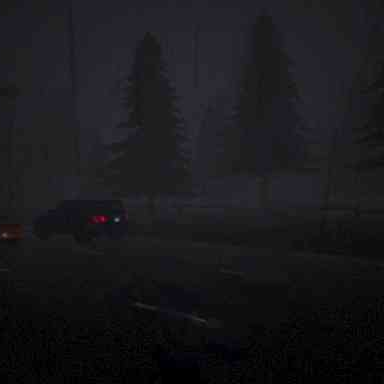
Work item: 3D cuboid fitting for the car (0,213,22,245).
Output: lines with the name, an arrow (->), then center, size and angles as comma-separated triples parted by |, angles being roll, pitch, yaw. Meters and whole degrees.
car -> -9.779, 1.660, 15.266 | 5.008, 1.535, 1.882 | -1, 0, 36

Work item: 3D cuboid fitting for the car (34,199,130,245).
car -> -5.564, 1.374, 16.556 | 5.566, 2.045, 2.150 | -1, 0, 36
